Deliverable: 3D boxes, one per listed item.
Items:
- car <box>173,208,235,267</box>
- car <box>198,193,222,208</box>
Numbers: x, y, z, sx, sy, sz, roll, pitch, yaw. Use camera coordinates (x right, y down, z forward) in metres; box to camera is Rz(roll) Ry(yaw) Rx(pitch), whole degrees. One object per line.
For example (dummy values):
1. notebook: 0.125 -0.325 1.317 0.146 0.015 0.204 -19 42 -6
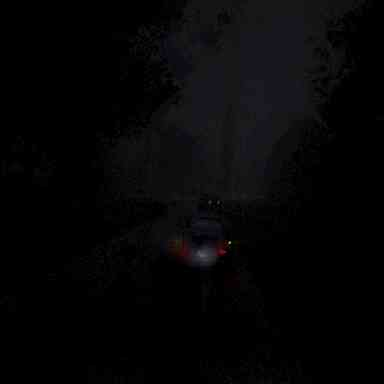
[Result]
1. car: 0.422 1.498 11.277 1.812 1.442 4.674 0 1 3
2. car: 1.697 0.899 31.068 2.097 1.767 4.553 0 1 4
